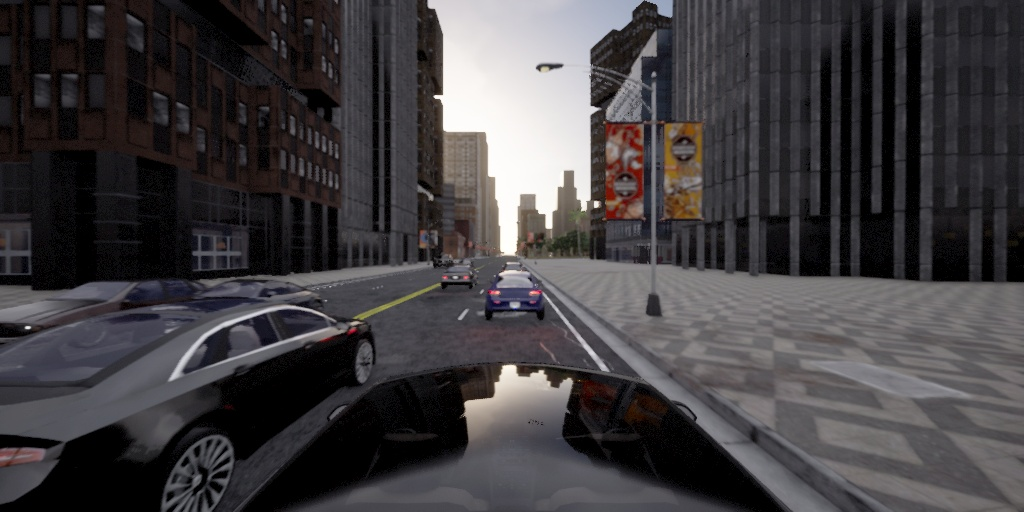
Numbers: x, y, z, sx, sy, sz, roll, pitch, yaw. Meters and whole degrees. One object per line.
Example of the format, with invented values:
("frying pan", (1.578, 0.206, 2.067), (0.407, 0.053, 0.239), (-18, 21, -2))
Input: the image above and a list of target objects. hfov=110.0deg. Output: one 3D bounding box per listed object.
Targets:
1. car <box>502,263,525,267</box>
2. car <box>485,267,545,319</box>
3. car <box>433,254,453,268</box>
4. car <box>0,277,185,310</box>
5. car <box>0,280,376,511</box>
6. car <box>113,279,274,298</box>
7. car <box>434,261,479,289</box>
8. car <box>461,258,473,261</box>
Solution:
("car", (0.101, 1.211, 29.142), (1.994, 1.385, 4.181), (0, 0, 0))
("car", (0.088, 1.239, 12.456), (1.812, 1.442, 4.674), (0, -1, 0))
("car", (-9.818, 0.755, 51.680), (2.150, 2.045, 5.566), (0, 0, 0))
("car", (-9.851, 1.271, 9.307), (2.033, 1.411, 5.357), (0, 0, 0))
("car", (-3.152, 1.230, 4.003), (2.128, 1.511, 4.902), (0, 0, 0))
("car", (-6.599, 1.289, 8.968), (1.994, 1.385, 4.181), (0, 0, 0))
("car", (-3.142, 1.222, 22.087), (2.033, 1.411, 5.357), (0, 0, -1))
("car", (-6.568, 1.023, 51.818), (2.128, 1.511, 4.902), (0, 0, 0))
